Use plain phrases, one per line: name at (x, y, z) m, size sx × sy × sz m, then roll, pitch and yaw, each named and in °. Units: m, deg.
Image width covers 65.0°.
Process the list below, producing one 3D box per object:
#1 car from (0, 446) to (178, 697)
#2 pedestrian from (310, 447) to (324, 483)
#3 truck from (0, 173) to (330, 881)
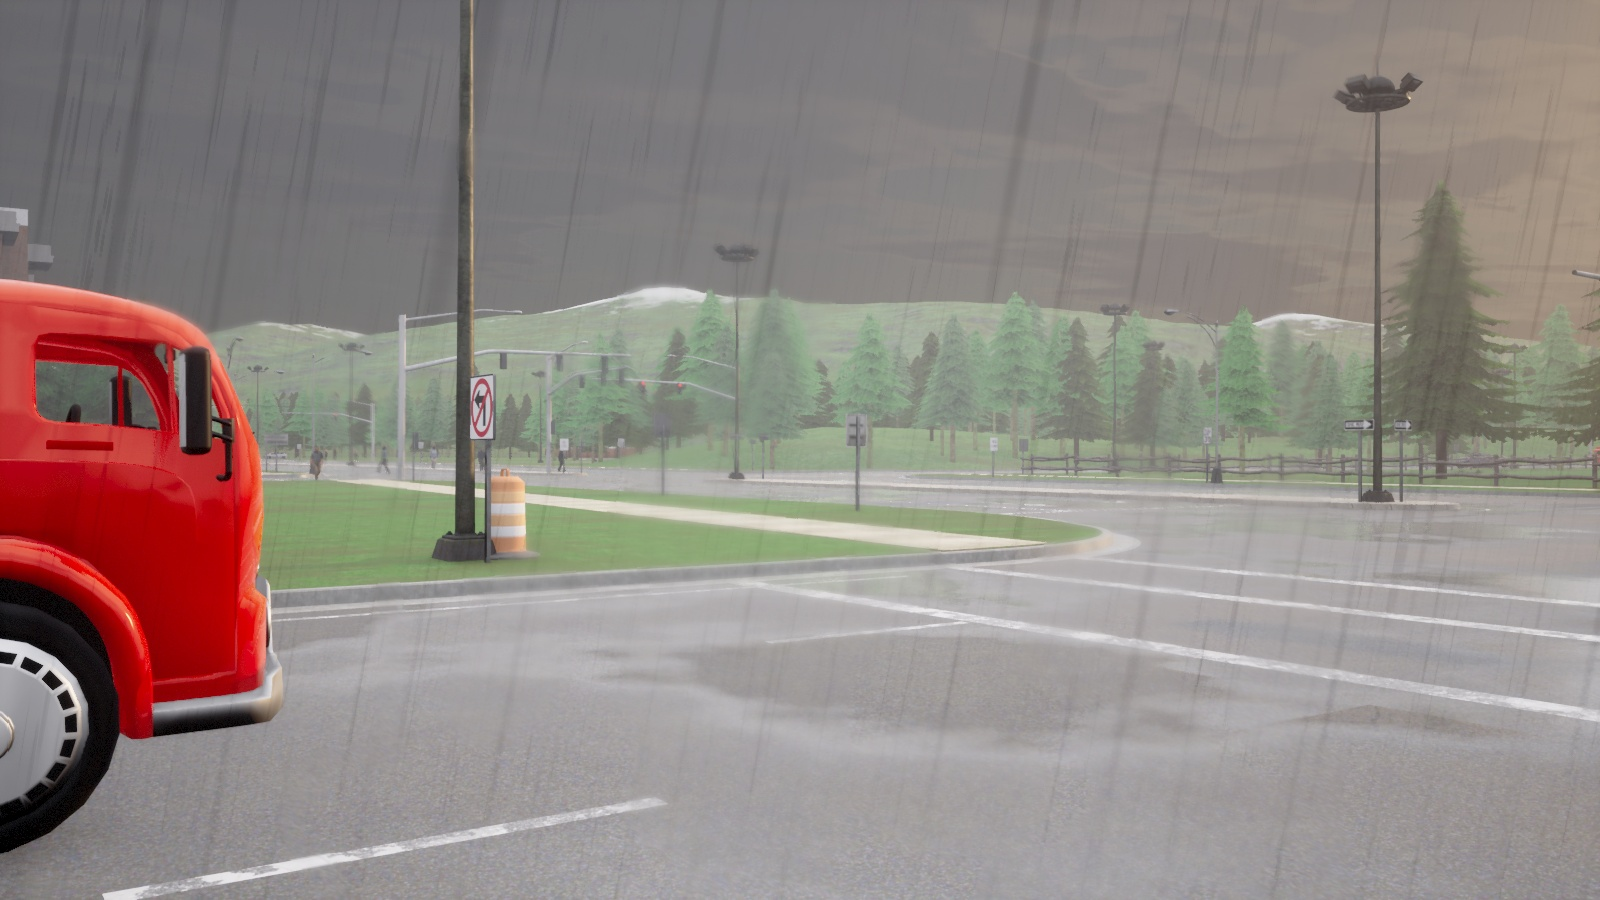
car at (-6.631, 0.734, 7.573) m, size 4.902 × 1.511 × 2.128 m, roll 0°, pitch 0°, yaw -35°
pedestrian at (-24.839, 0.751, 64.607) m, size 0.540 × 1.848 × 0.694 m, roll 0°, pitch 0°, yaw -32°
truck at (-4.777, 0.288, 4.599) m, size 5.204 × 2.467 × 2.627 m, roll -1°, pitch 0°, yaw -35°
